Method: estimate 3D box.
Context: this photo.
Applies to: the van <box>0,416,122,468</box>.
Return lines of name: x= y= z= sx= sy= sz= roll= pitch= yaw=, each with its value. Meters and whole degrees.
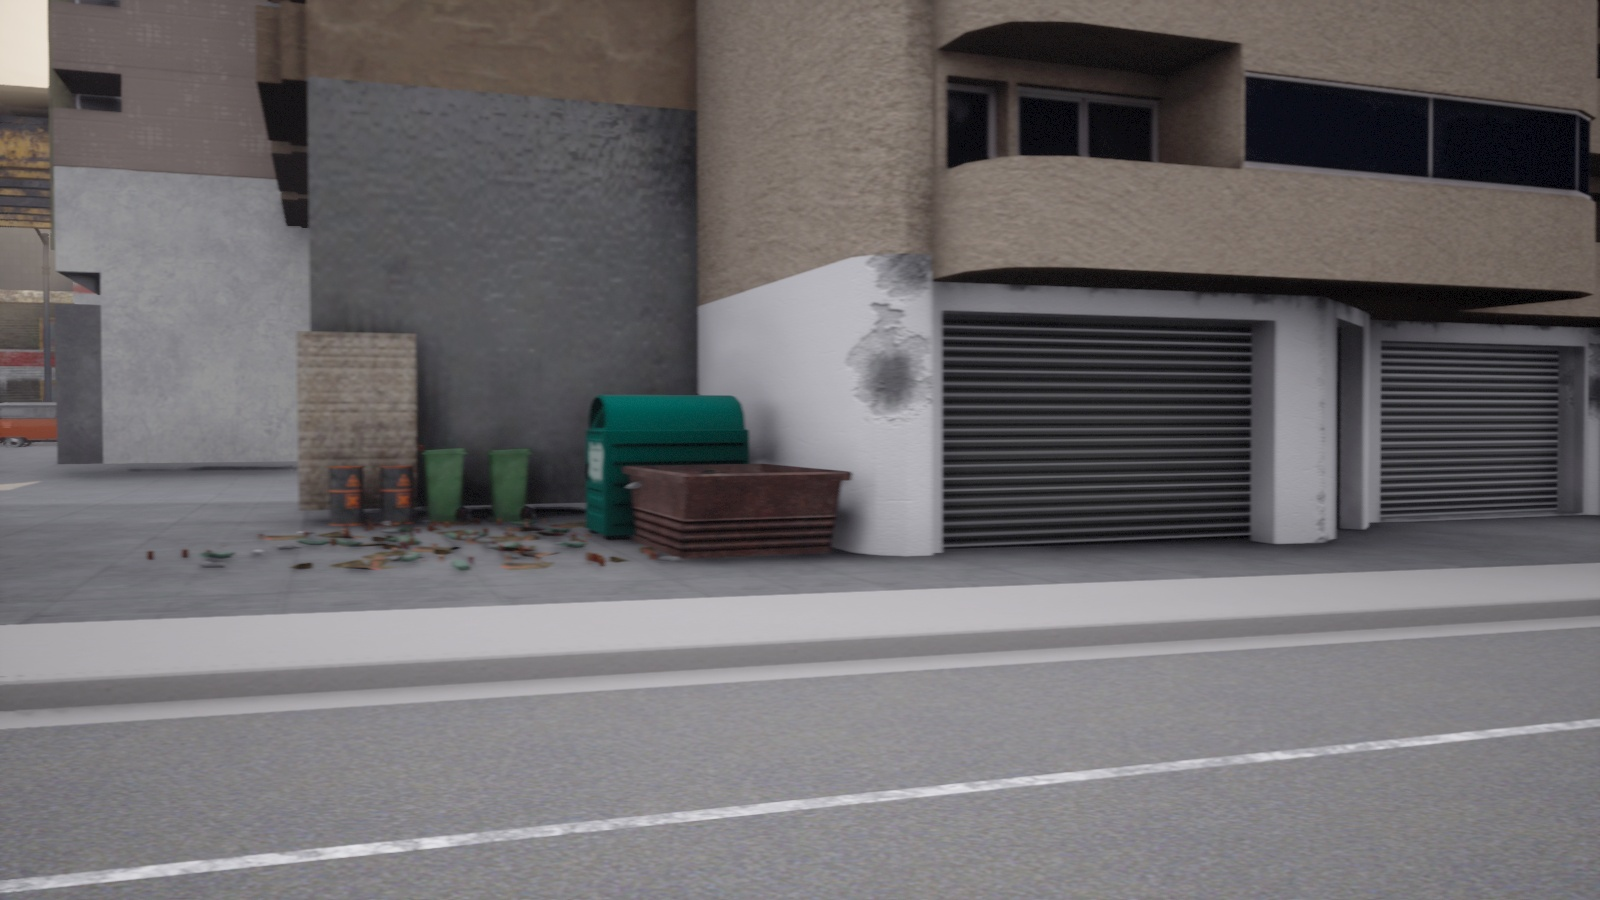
van: x=-30.982 y=-0.349 z=52.464 sx=4.442 sy=1.987 sz=1.775 roll=-2 pitch=1 yaw=-21
